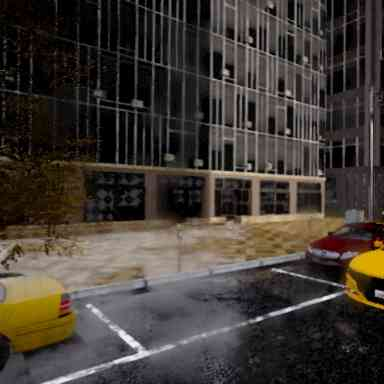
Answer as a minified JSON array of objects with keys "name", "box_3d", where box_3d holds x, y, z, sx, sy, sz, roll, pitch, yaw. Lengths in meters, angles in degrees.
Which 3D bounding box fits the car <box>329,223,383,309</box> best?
[{"name":"car","box_3d":[5.312,1.516,7.158,5.008,1.535,1.882,1,0,-35]}]

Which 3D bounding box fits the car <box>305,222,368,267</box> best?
[{"name":"car","box_3d":[5.313,1.629,10.338,4.206,1.307,1.802,0,0,-35]}]

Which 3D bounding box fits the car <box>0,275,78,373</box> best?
[{"name":"car","box_3d":[-3.879,1.519,3.785,4.829,1.417,1.752,0,0,-35]}]
